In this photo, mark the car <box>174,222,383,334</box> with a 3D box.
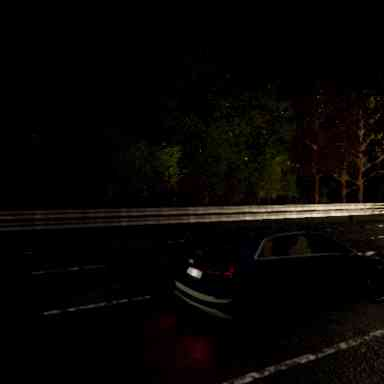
[{"bbox_3d":[2.004,1.451,6.765,4.856,1.649,2.033,0,0,-29],"label":"car"}]
